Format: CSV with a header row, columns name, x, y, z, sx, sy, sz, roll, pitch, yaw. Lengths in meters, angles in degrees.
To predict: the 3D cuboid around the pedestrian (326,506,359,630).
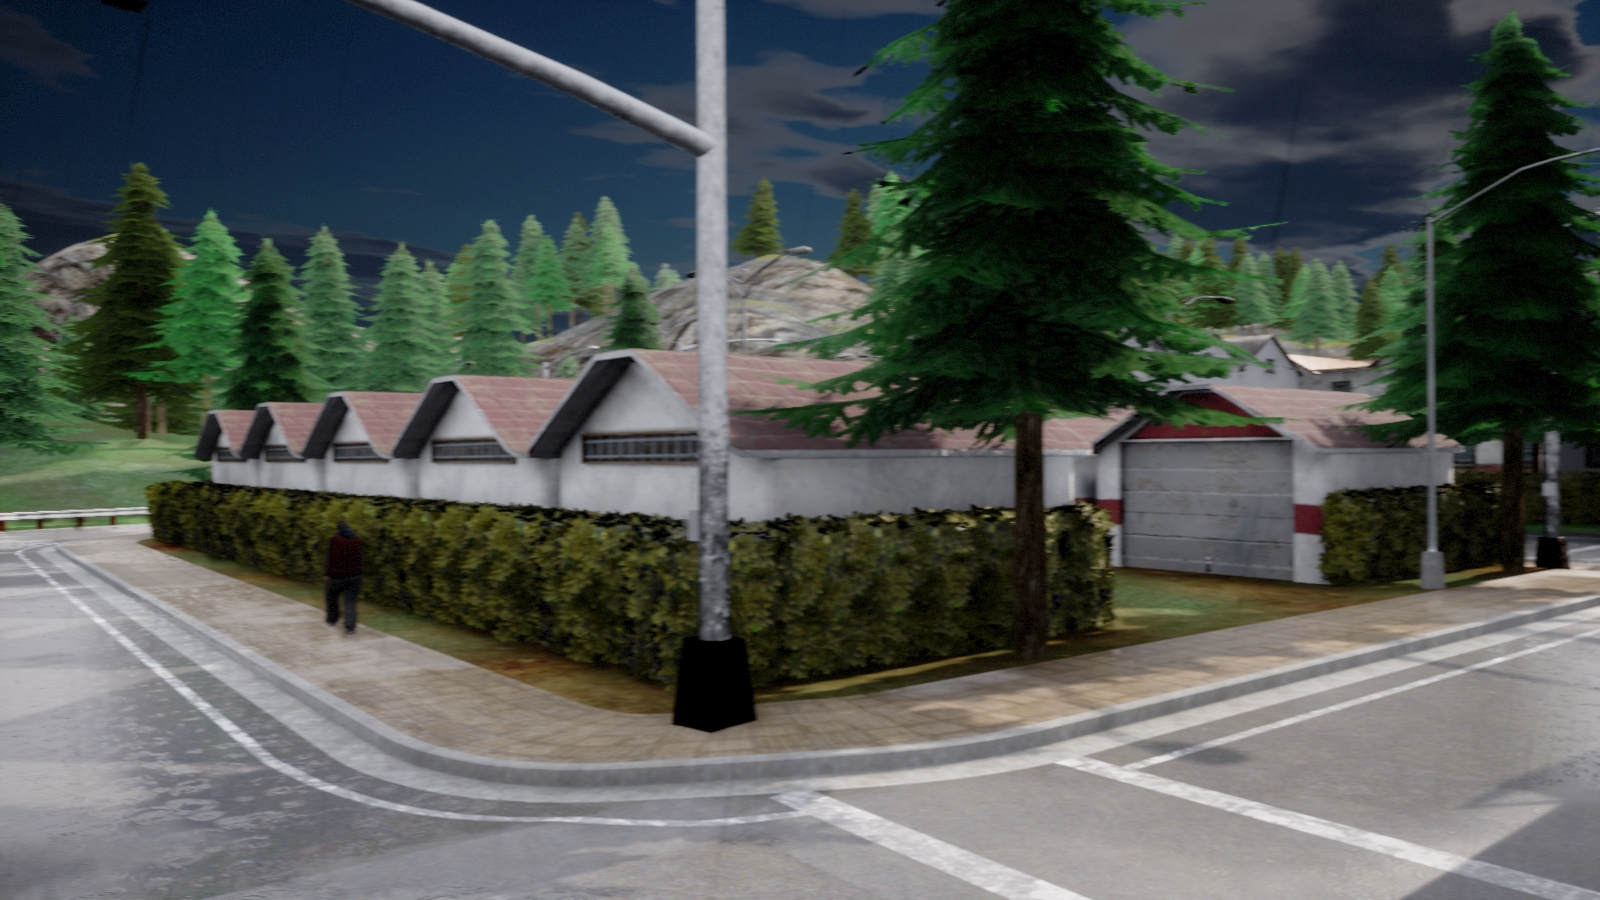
name,x,y,z,sx,sy,sz,roll,pitch,yaw
pedestrian,-7.077,1.809,17.654,0.375,1.860,0.375,0,0,-38
